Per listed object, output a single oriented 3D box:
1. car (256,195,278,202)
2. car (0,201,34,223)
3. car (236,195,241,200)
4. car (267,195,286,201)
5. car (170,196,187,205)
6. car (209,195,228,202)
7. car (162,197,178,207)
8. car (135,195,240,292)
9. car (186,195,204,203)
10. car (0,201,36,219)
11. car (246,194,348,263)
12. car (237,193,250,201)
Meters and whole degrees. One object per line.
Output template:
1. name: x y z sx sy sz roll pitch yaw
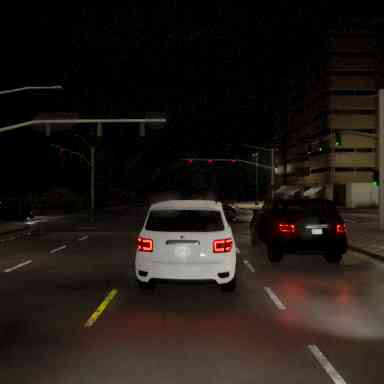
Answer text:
1. car: 18.195 1.540 80.211 5.357 1.411 2.033 0 0 -34
2. car: -15.120 1.603 25.534 5.357 1.411 2.033 0 0 5
3. car: 1.706 1.370 29.370 4.553 1.767 2.097 0 0 0
4. car: 21.833 1.524 86.237 4.674 1.442 1.812 0 0 -22
5. car: -2.431 1.505 60.822 1.837 1.490 4.892 0 0 13
6. car: 6.374 1.525 78.980 2.128 1.511 4.902 0 0 38
7. car: -3.367 1.505 51.586 1.837 1.490 4.892 0 0 3
8. car: 0.015 1.221 9.130 2.150 2.045 5.566 0 0 4
9. car: 0.656 1.478 70.349 1.882 1.535 5.008 0 0 23
10. car: -16.610 1.561 29.258 4.892 1.490 1.837 0 0 0
11. car: 3.576 1.221 12.156 2.150 2.045 5.566 0 0 0
12. car: 13.067 1.225 80.719 5.566 2.045 2.150 0 0 -41
